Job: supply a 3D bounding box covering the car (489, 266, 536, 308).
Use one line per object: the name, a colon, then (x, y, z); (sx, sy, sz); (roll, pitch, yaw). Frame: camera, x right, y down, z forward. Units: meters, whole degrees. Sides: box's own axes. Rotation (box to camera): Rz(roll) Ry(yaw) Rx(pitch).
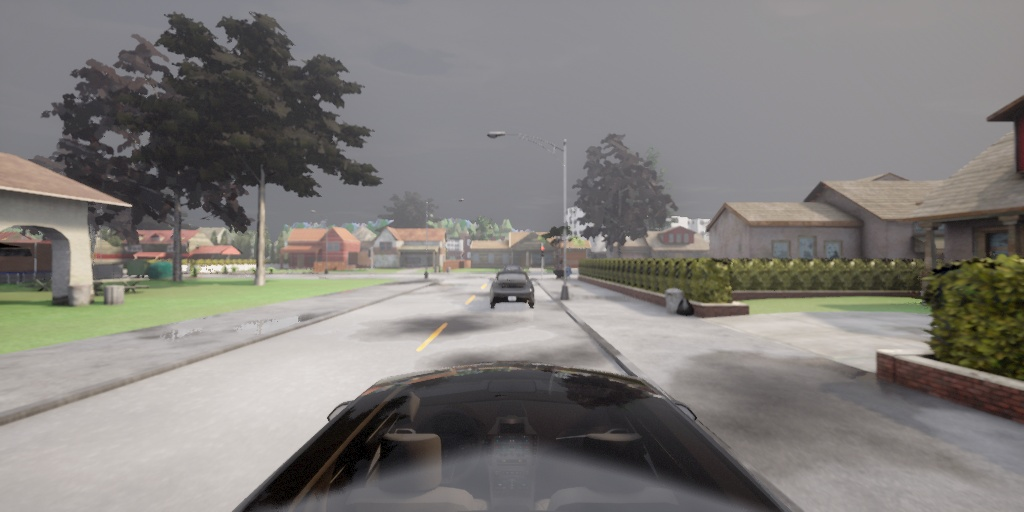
car: (0.013, 1.394, 16.160); (1.837, 1.490, 4.892); (0, 0, 0)
